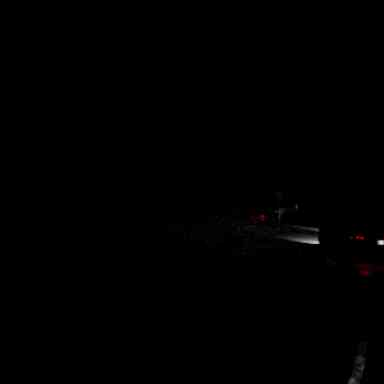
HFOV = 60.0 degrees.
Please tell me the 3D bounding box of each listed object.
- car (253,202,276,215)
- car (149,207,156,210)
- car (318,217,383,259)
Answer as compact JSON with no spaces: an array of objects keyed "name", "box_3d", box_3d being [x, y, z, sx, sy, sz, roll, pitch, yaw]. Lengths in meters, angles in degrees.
[{"name":"car","box_3d":[8.938,1.943,40.885,2.128,1.511,4.902,-1,-1,29]},{"name":"car","box_3d":[-9.009,4.009,74.978,1.994,1.385,4.181,0,-5,-7]},{"name":"car","box_3d":[6.389,1.651,12.909,1.994,1.385,4.181,0,-1,5]}]
